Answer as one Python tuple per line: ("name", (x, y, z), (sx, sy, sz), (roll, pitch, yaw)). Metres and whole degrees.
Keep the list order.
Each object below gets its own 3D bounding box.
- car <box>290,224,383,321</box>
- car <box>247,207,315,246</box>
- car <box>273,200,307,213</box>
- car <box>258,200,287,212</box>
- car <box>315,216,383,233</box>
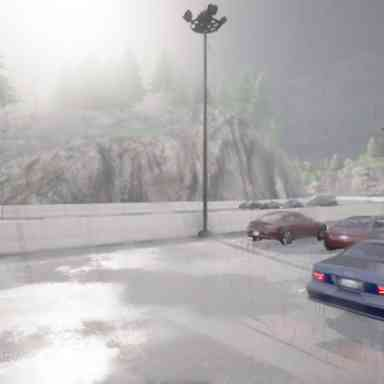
("car", (4.659, 1.598, 7.105), (5.357, 1.411, 2.033), (0, 0, -37))
("car", (4.600, 1.638, 15.929), (4.674, 1.442, 1.812), (0, 0, -38))
("car", (12.511, 1.785, 42.173), (2.128, 1.511, 4.902), (0, -1, 44))
("car", (11.113, 1.883, 45.762), (1.994, 1.385, 4.181), (0, -1, 44))
("car", (7.169, 1.658, 13.518), (4.181, 1.385, 1.994), (0, 0, -38))
